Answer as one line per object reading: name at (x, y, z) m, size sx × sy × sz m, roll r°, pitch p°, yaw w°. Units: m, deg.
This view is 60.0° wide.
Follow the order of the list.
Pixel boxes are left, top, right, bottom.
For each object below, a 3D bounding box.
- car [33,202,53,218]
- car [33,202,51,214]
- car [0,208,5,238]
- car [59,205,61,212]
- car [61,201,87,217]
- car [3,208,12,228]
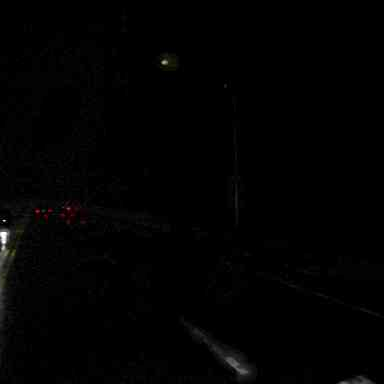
car at (-16.238, 2.047, 36.357) m, size 2.033 × 1.411 × 5.357 m, roll -1°, pitch 0°, yaw -25°
car at (-20.538, 2.118, 45.379) m, size 2.128 × 1.511 × 4.902 m, roll -1°, pitch 0°, yaw -25°
car at (-10.483, 1.769, 16.126) m, size 1.837 × 1.490 × 4.892 m, roll -1°, pitch 0°, yaw -25°
car at (-17.615, 2.194, 46.803) m, size 1.895 × 1.301 × 4.718 m, roll -1°, pitch 0°, yaw -25°
car at (-13.280, 1.818, 37.662) m, size 2.097 × 1.767 × 4.553 m, roll -1°, pitch 0°, yaw -25°
car at (-14.909, 1.949, 25.552) m, size 2.033 × 1.411 × 5.357 m, roll -1°, pitch 0°, yaw -25°
